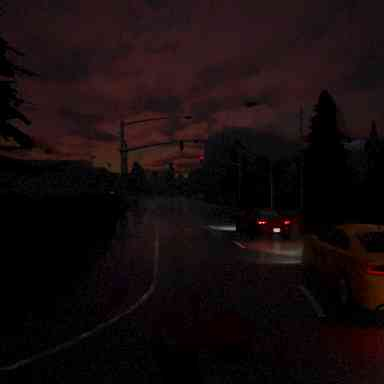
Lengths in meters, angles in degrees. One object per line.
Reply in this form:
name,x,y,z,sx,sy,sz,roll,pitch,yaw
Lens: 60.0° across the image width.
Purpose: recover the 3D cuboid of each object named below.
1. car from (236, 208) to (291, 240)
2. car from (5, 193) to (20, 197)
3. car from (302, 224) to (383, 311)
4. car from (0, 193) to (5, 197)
car,3.552,1.526,17.079,1.812,1.442,4.674,0,0,-5
car,-38.337,1.097,72.949,1.932,1.855,4.605,0,0,-5
car,4.003,1.478,7.765,1.882,1.535,5.008,0,0,6
car,-41.194,1.077,72.277,1.905,1.878,3.866,0,0,-5
